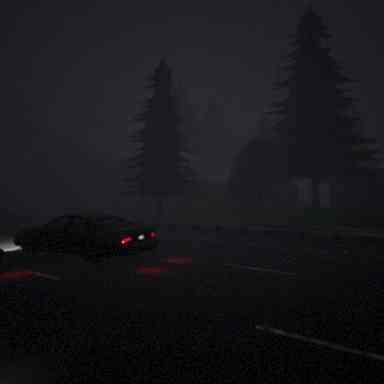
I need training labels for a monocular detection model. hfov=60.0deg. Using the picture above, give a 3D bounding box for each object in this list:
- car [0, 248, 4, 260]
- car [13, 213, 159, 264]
[{"bbox_3d":[-7.847,1.486,9.759,5.357,1.411,2.033,0,1,29],"label":"car"},{"bbox_3d":[-3.698,1.424,11.290,5.357,1.411,2.033,0,1,30],"label":"car"}]
